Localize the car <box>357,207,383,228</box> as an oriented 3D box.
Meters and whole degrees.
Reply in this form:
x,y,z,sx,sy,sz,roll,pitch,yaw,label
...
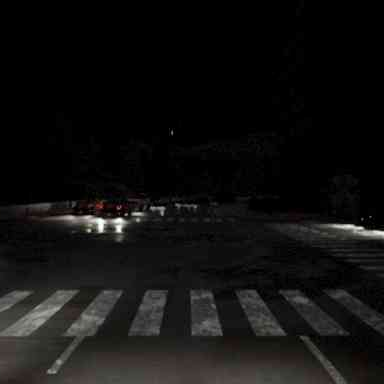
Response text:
x,y,z,sx,sy,sz,roll,pitch,yaw,label
13.132,1.595,21.745,4.181,1.385,1.994,0,0,0,car

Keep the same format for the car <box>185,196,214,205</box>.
x,y,z,sx,sy,sz,roll,pitch,yaw,label
1.379,1.462,58.694,1.812,1.442,4.674,0,0,41,car

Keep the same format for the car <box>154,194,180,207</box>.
x,y,z,sx,sy,sz,roll,pitch,yaw,label
-4.067,1.472,49.980,1.812,1.442,4.674,0,0,25,car

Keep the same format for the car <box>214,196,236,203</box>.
x,y,z,sx,sy,sz,roll,pitch,yaw,label
6.532,1.474,67.550,5.357,1.411,2.033,0,0,-33,car

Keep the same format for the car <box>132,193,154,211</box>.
x,y,z,sx,sy,sz,roll,pitch,yaw,label
-6.573,1.179,40.125,2.150,2.045,5.566,0,0,6,car

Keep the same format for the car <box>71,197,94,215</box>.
x,y,z,sx,sy,sz,roll,pitch,yaw,label
-10.344,1.316,33.394,2.097,1.767,4.553,0,0,3,car

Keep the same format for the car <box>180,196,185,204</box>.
x,y,z,sx,sy,sz,roll,pitch,yaw,label
-1.484,1.460,60.962,1.812,1.442,4.674,0,0,42,car

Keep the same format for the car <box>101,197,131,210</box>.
x,y,z,sx,sy,sz,roll,pitch,yaw,label
-9.659,1.432,42.591,1.882,1.535,5.008,0,0,10,car

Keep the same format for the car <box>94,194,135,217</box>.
x,y,z,sx,sy,sz,roll,pitch,yaw,label
-6.943,1.319,30.308,2.097,1.767,4.553,0,0,1,car
